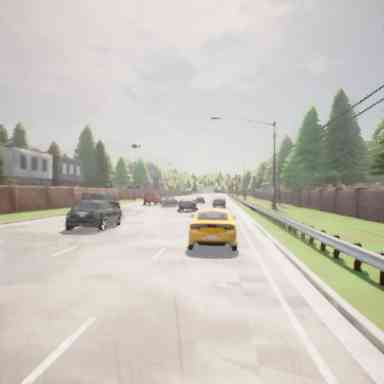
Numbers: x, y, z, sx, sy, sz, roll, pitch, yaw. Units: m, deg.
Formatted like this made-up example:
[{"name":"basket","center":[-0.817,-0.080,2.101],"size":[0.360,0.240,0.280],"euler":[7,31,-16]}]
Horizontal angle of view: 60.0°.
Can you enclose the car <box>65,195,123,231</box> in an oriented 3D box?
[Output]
[{"name":"car","center":[-5.650,1.251,19.791],"size":[2.097,1.767,4.553],"euler":[1,0,5]}]

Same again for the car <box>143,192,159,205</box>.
[{"name":"car","center":[-6.267,1.045,53.060],"size":[2.150,2.045,5.566],"euler":[1,0,5]}]

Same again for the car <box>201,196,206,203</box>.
[{"name":"car","center":[1.463,1.417,60.923],"size":[1.812,1.442,4.674],"euler":[1,0,5]}]

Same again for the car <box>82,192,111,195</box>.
[{"name":"car","center":[-8.250,1.067,29.926],"size":[2.150,2.045,5.566],"euler":[1,0,5]}]

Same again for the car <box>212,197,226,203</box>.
[{"name":"car","center":[3.803,1.435,46.745],"size":[2.128,1.511,4.902],"euler":[1,0,5]}]

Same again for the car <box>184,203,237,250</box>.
[{"name":"car","center":[0.918,1.458,14.422],"size":[1.882,1.535,5.008],"euler":[1,0,5]}]

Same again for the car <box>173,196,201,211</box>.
[{"name":"car","center":[-0.459,1.406,38.444],"size":[2.128,1.511,4.902],"euler":[1,0,5]}]

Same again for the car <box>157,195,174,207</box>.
[{"name":"car","center":[-3.164,1.416,47.401],"size":[2.033,1.411,5.357],"euler":[1,0,4]}]
